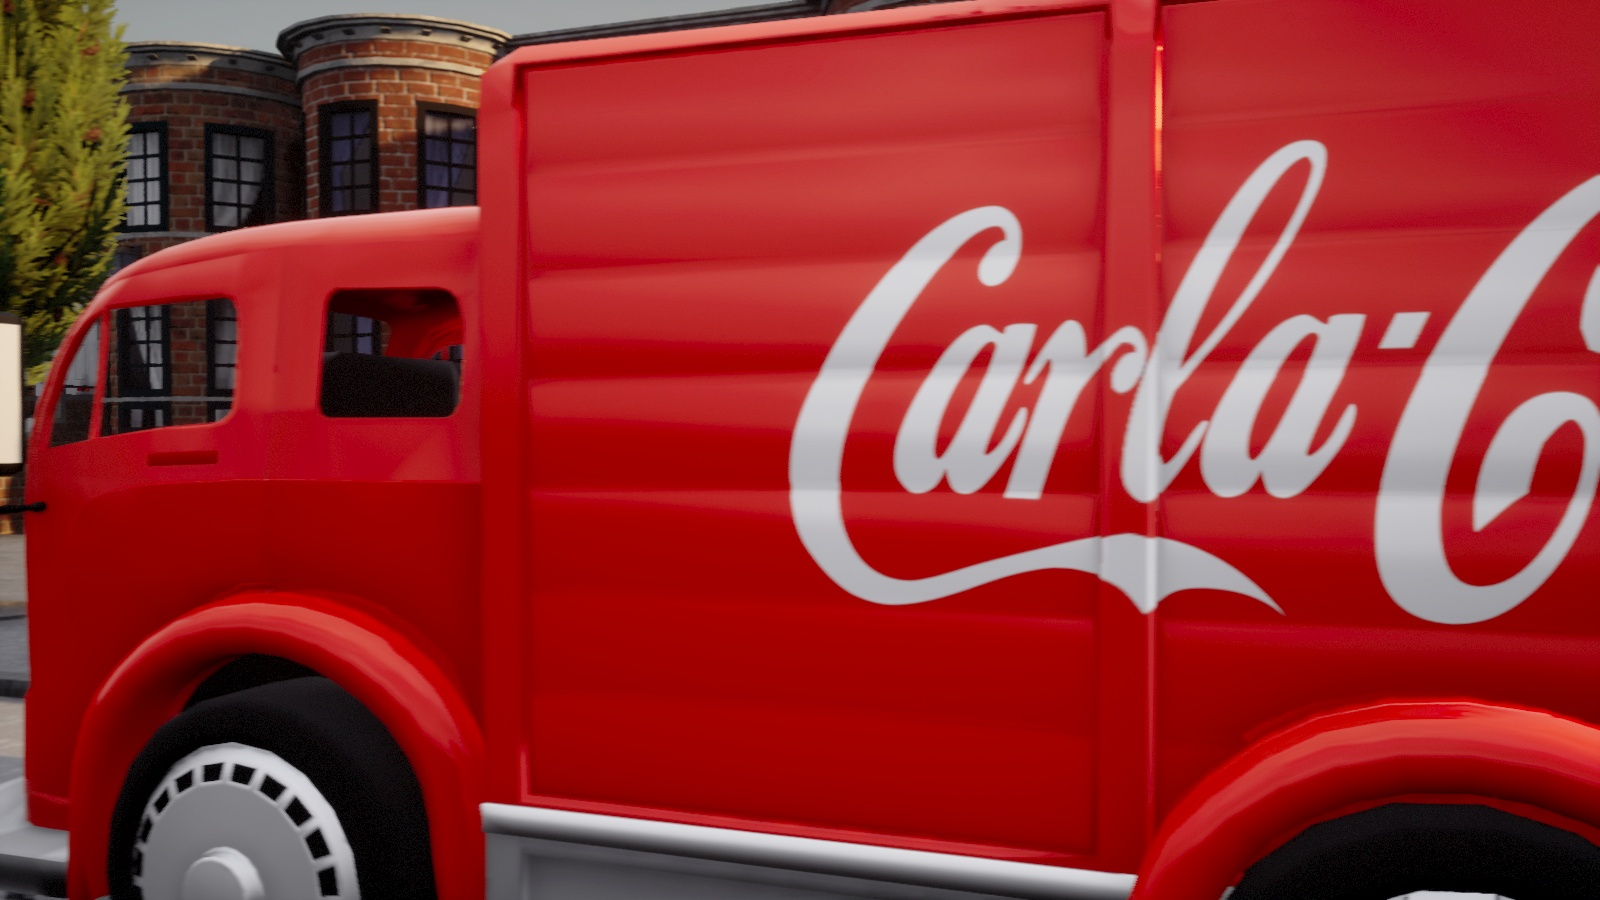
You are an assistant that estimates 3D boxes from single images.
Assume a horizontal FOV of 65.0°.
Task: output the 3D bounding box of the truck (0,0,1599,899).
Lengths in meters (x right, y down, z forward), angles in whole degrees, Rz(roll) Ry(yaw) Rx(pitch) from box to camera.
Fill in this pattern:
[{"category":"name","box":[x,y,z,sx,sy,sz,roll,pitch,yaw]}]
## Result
[{"category":"truck","box":[0.274,0.283,3.620,5.204,2.467,2.627,1,1,19]}]
